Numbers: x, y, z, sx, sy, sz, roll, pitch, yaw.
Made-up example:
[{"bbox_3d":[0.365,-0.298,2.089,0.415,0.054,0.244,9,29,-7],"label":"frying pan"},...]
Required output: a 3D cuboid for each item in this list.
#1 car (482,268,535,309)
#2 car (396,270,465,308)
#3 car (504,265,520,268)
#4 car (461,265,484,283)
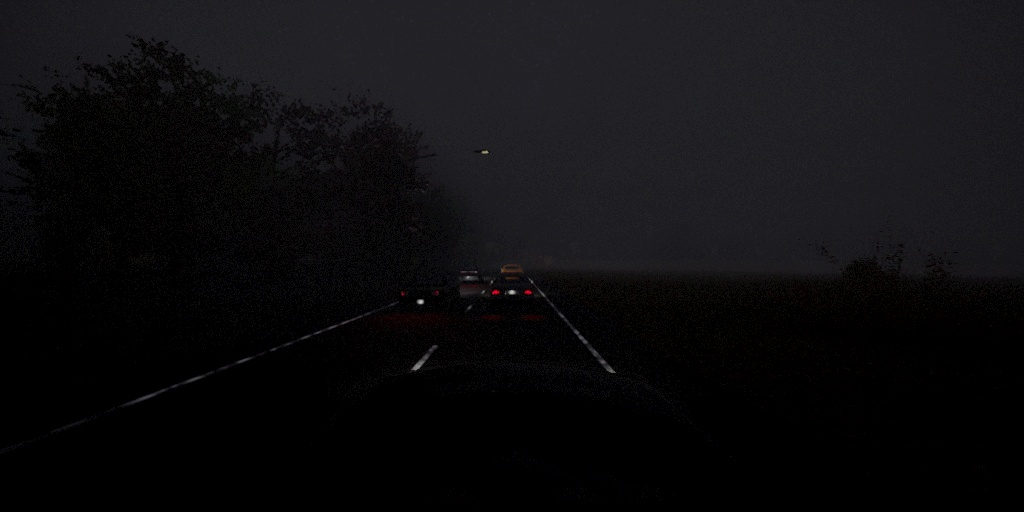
[{"bbox_3d":[0.001,1.430,15.846,2.033,1.411,5.357,0,-1,0],"label":"car"},{"bbox_3d":[-3.497,1.485,15.963,1.895,1.301,4.718,0,-1,0],"label":"car"},{"bbox_3d":[0.007,1.507,31.328,1.882,1.535,5.008,0,0,0],"label":"car"},{"bbox_3d":[-3.495,1.520,31.142,2.128,1.511,4.902,0,0,0],"label":"car"}]
